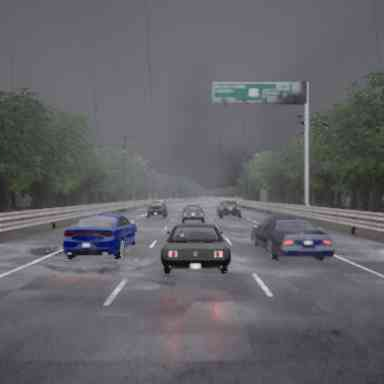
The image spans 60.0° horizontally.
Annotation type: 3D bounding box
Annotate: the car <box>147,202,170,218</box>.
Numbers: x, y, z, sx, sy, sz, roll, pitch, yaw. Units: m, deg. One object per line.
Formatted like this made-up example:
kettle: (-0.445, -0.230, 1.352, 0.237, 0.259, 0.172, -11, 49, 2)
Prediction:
car: (-3.407, 1.784, 33.596, 1.837, 1.490, 4.892, 0, -1, 0)

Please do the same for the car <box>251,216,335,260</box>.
car: (3.598, 1.644, 12.836, 2.033, 1.411, 5.357, 0, 0, 0)

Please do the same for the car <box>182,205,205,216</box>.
car: (0.095, 1.770, 27.805, 2.033, 1.411, 5.357, 0, -1, 0)

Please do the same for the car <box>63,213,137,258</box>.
car: (-3.403, 1.577, 13.175, 1.882, 1.535, 5.008, 0, 0, 0)

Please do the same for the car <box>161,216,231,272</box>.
car: (0.097, 1.684, 11.003, 1.895, 1.301, 4.718, 0, 0, 0)

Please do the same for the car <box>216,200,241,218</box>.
car: (3.592, 1.628, 33.270, 2.097, 1.767, 4.553, 0, -1, 0)
